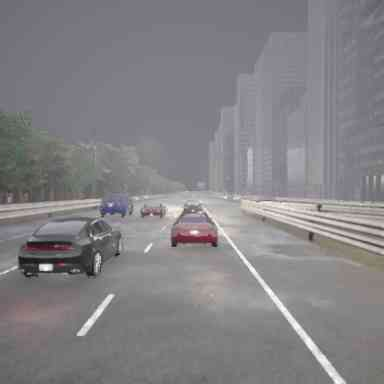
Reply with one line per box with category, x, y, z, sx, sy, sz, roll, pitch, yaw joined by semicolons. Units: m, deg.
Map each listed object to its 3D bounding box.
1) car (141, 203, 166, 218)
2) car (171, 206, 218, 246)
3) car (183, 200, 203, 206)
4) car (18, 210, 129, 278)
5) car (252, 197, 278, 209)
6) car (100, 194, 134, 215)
car;-3.407;1.622;30.238;1.895;1.301;4.718;0;0;0
car;0.098;1.572;15.237;1.994;1.385;4.181;0;0;0
car;0.094;1.549;32.617;1.812;1.442;4.674;0;0;0
car;-3.399;1.509;10.163;1.837;1.490;4.892;0;0;0
car;9.621;1.427;43.925;2.097;1.767;4.553;0;0;-13
car;-6.903;1.243;30.914;2.150;2.045;5.566;0;0;0
